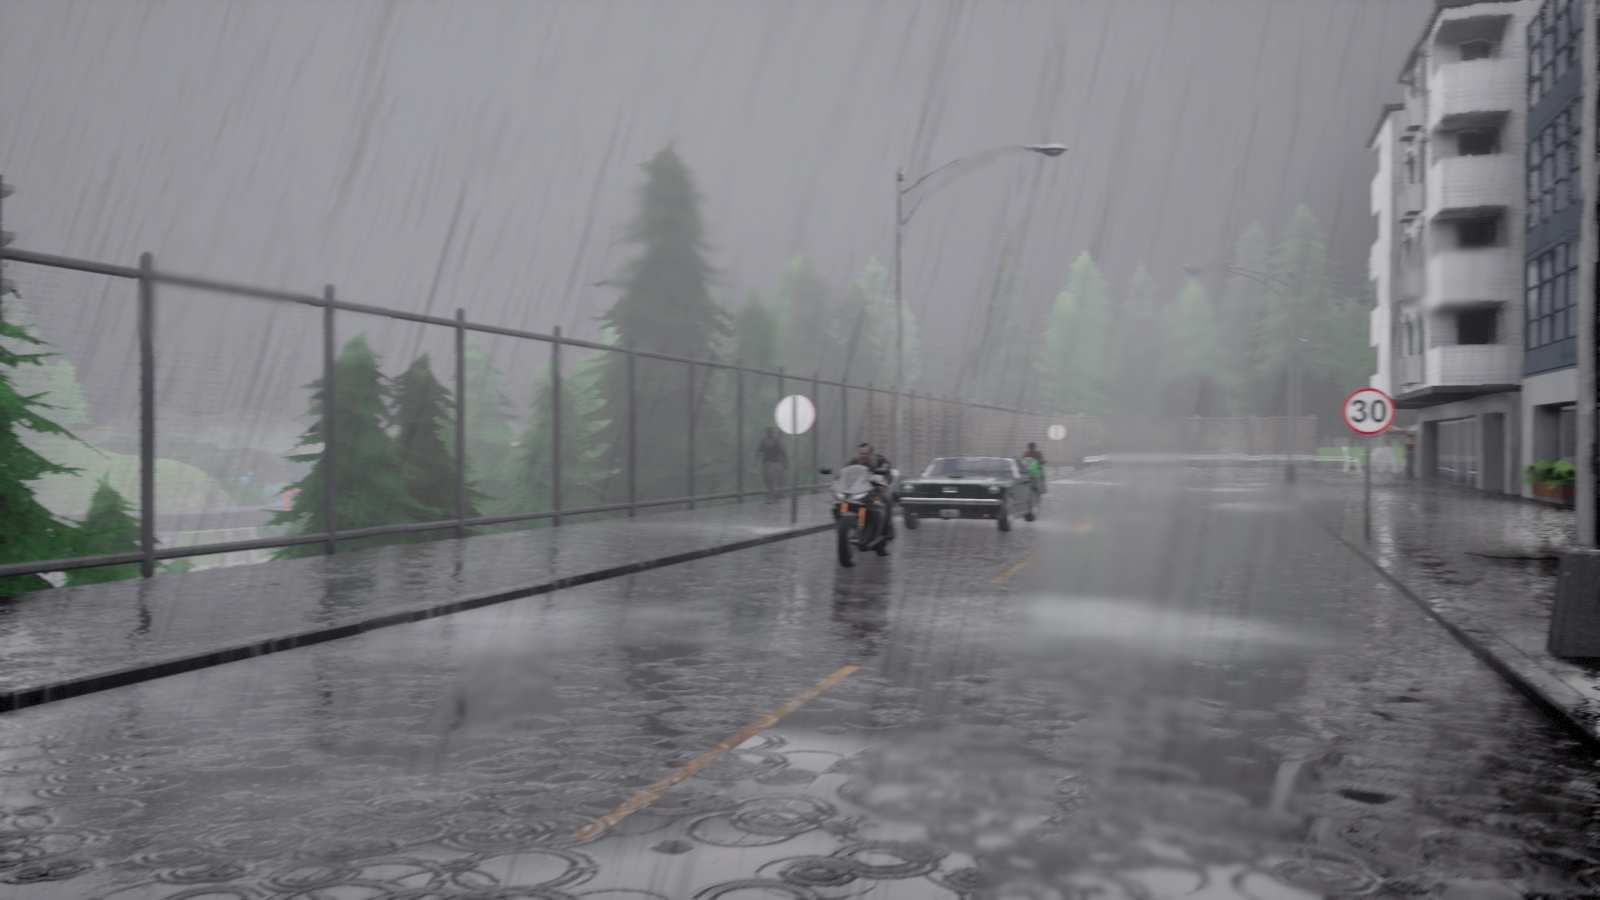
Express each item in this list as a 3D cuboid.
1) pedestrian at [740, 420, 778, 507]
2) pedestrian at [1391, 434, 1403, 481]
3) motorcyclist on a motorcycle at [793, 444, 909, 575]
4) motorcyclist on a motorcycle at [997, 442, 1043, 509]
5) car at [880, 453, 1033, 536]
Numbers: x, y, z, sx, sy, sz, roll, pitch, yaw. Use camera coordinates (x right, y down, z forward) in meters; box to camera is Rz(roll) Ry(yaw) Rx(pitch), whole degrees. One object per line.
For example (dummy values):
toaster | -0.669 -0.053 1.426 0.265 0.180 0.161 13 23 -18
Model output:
pedestrian | -0.904 0.285 27.798 0.563 1.883 0.849 0 0 18
pedestrian | 23.437 0.297 49.292 0.345 1.836 0.594 0 0 18
motorcyclist on a motorcycle | 0.685 0.690 15.809 0.866 1.530 2.191 0 0 19
motorcyclist on a motorcycle | 5.223 0.577 29.750 0.797 1.523 2.044 0 0 18
car | 2.962 0.725 22.832 1.895 1.301 4.718 0 0 18
